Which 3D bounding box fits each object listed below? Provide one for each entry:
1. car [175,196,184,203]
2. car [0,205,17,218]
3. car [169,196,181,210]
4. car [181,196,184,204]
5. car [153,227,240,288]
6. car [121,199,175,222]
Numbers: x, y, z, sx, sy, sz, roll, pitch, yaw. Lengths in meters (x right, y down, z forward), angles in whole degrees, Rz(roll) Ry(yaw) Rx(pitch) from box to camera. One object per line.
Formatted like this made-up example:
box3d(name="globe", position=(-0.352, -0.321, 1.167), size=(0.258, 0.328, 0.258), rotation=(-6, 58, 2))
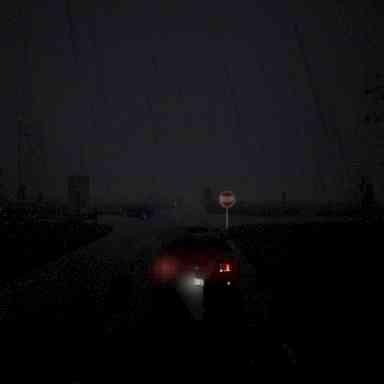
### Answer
box3d(name="car", position=(-2.724, 1.627, 71.970), size=(1.837, 1.490, 4.892), rotation=(0, 0, 0))
box3d(name="car", position=(-17.079, 1.393, 27.613), size=(4.553, 1.767, 2.097), rotation=(0, 0, 0))
box3d(name="car", position=(-2.801, 1.594, 44.092), size=(1.882, 1.535, 5.008), rotation=(0, 0, -1))
box3d(name="car", position=(-2.799, 1.605, 56.828), size=(1.882, 1.535, 5.008), rotation=(0, 1, 0))
box3d(name="car", position=(0.102, 1.635, 9.286), size=(1.895, 1.301, 4.718), rotation=(0, 0, 0))
box3d(name="car", position=(-3.970, 1.560, 27.549), size=(1.882, 1.535, 5.008), rotation=(2, -1, -43))
